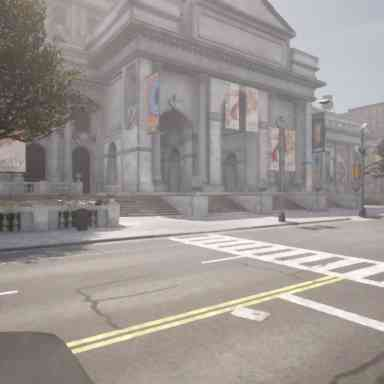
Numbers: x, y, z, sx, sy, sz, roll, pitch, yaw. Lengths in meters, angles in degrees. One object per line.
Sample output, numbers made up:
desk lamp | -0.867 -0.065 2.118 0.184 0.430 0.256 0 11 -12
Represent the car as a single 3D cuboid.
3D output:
car | -3.133 1.548 1.527 5.357 1.411 2.033 0 0 -35
